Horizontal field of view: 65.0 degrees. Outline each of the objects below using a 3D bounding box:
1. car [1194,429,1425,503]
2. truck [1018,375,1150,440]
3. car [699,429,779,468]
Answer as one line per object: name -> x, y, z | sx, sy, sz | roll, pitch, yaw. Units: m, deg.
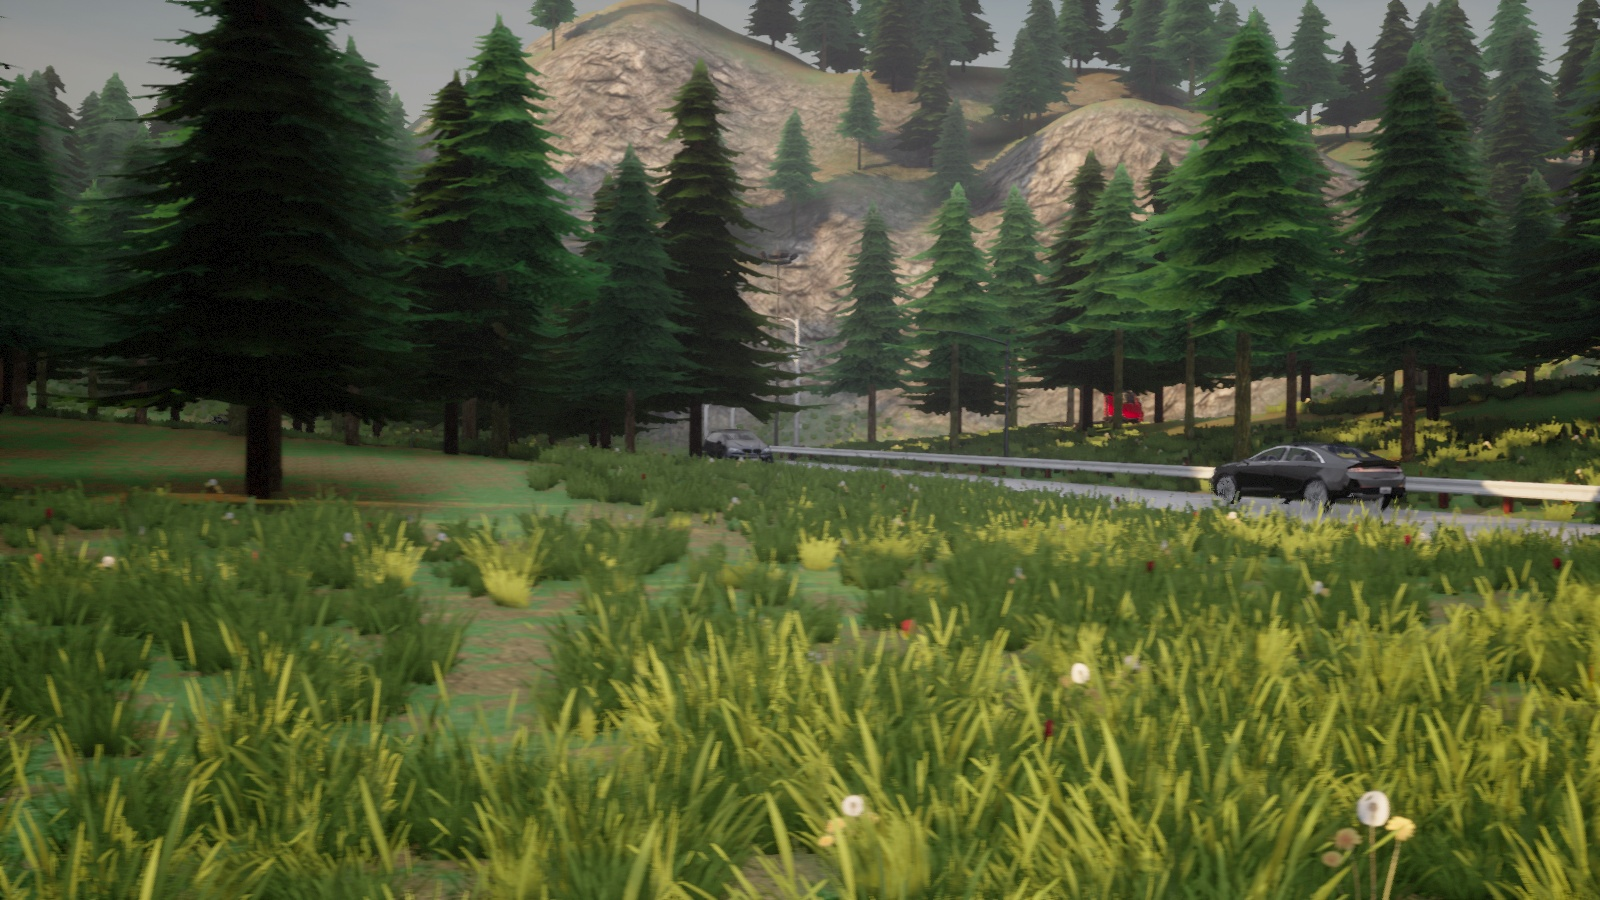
car -> 11.464, 0.303, 28.695 | 2.128, 1.511, 4.902 | -1, 1, -21
truck -> 18.518, -2.761, 82.408 | 7.936, 3.462, 2.891 | -5, 0, 8
car -> -2.783, -0.103, 56.219 | 2.242, 1.667, 4.611 | -1, 1, -21
